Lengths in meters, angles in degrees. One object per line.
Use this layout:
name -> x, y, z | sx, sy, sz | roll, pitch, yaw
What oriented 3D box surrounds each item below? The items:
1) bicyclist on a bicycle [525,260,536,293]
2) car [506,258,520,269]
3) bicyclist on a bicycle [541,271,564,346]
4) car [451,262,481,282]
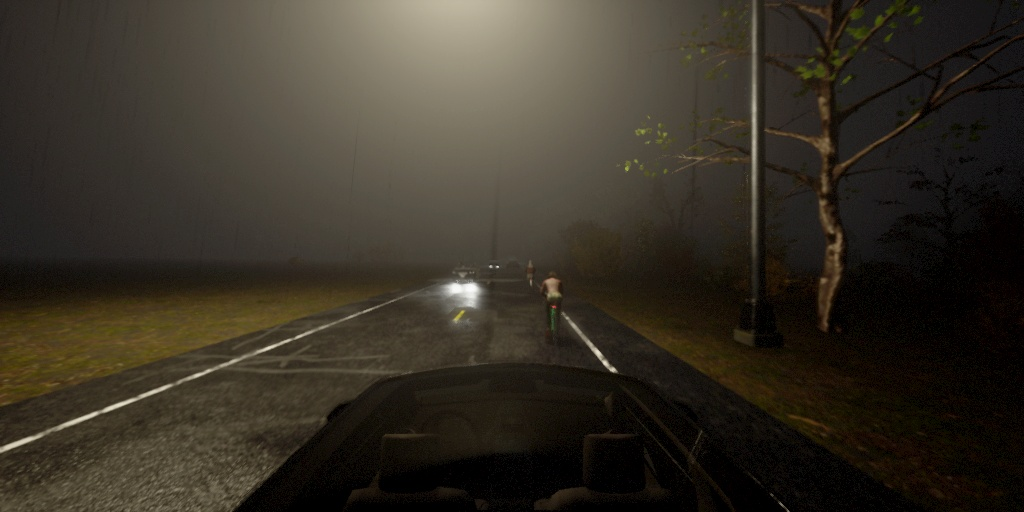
bicyclist on a bicycle -> 0.975, 1.095, 19.029 | 0.659, 1.776, 1.843 | 0, 0, 0
car -> 0.139, 1.239, 53.848 | 1.994, 1.385, 4.181 | 0, 0, 0
bicyclist on a bicycle -> 0.966, 1.193, 8.476 | 0.582, 1.620, 1.656 | 0, 0, 0
car -> -3.573, 1.203, 28.487 | 2.128, 1.511, 4.902 | 0, 0, 0
